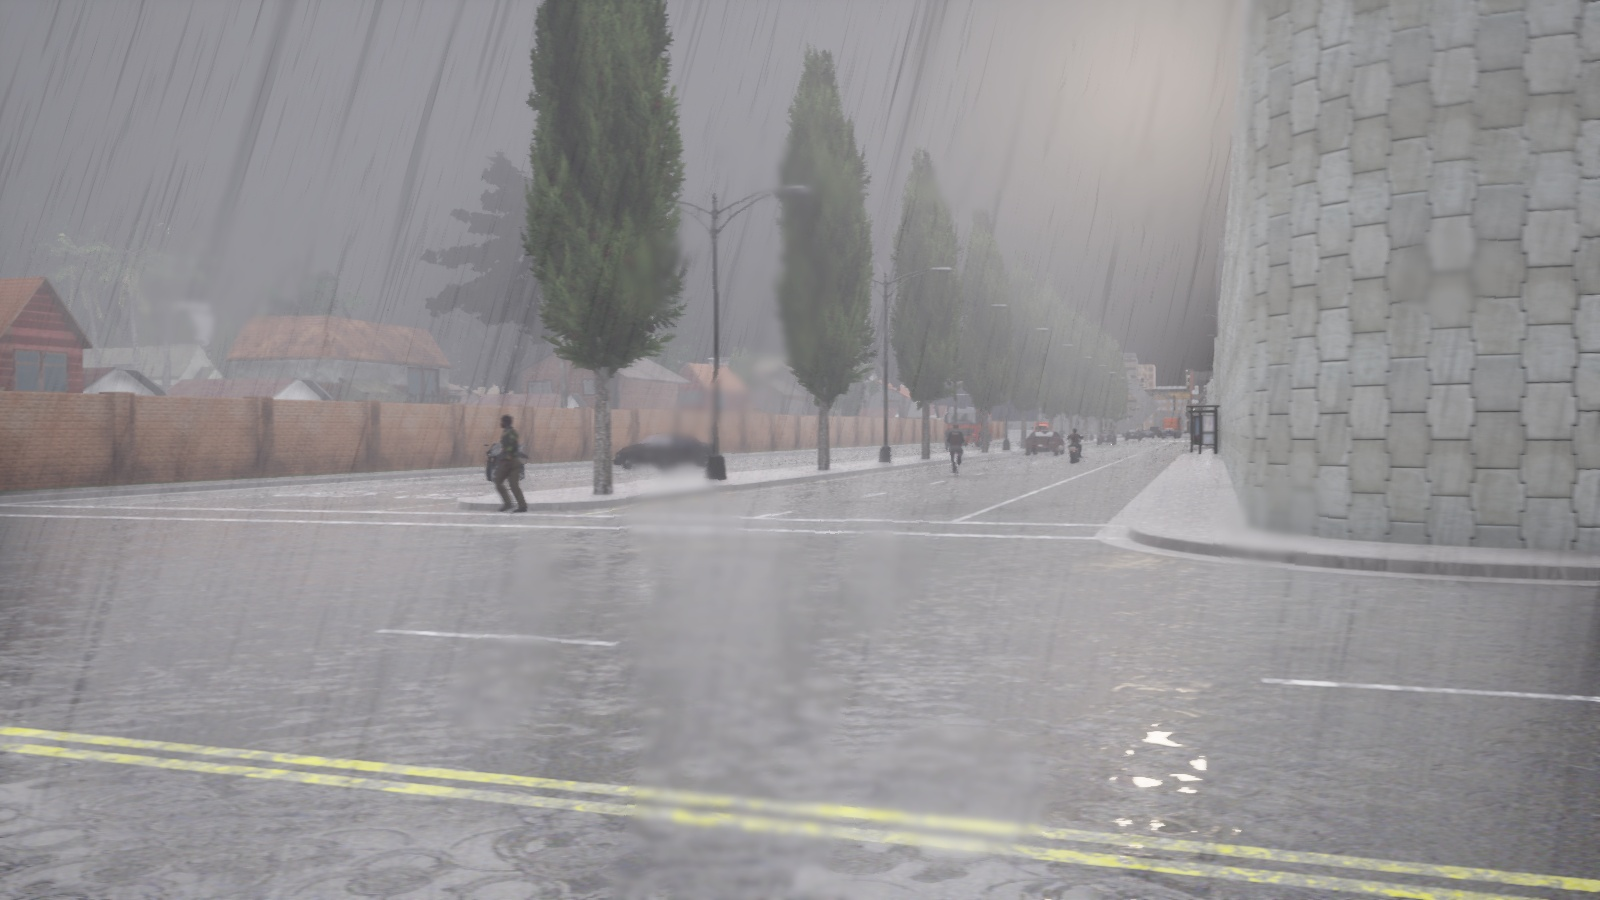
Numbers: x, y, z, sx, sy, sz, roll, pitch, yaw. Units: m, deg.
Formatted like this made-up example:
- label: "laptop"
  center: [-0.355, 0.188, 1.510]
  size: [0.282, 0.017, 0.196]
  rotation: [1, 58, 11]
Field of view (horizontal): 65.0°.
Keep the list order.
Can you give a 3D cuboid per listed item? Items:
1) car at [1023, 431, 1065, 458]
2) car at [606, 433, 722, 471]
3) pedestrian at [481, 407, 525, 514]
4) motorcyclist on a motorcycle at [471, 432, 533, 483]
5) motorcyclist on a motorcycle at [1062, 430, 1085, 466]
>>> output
- label: "car"
  center: [14.716, -0.351, 75.579]
  size: [1.882, 1.535, 5.008]
  rotation: [1, 1, 18]
- label: "car"
  center: [-5.384, 0.046, 50.468]
  size: [2.033, 1.411, 5.357]
  rotation: [1, 1, 27]
- label: "pedestrian"
  center: [-5.436, 0.183, 22.973]
  size: [0.692, 1.930, 0.395]
  rotation: [0, 1, 7]
- label: "motorcyclist on a motorcycle"
  center: [-9.270, 0.200, 39.123]
  size: [0.866, 1.530, 2.191]
  rotation: [1, 1, 18]
- label: "motorcyclist on a motorcycle"
  center: [12.604, -0.101, 57.810]
  size: [0.766, 1.649, 2.350]
  rotation: [1, 1, 18]
